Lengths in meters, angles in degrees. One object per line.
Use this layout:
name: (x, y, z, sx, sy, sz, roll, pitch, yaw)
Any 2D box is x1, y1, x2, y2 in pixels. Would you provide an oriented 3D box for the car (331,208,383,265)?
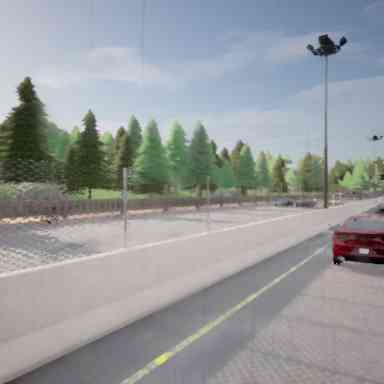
car: (6.046, 1.490, 11.186, 1.882, 1.535, 5.008, 0, 0, 33)

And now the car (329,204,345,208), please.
car: (19.449, 1.369, 45.485, 2.097, 1.767, 4.553, 0, 0, 33)

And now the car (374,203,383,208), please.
car: (14.697, 1.542, 24.746, 1.837, 1.490, 4.892, 0, 1, 33)
